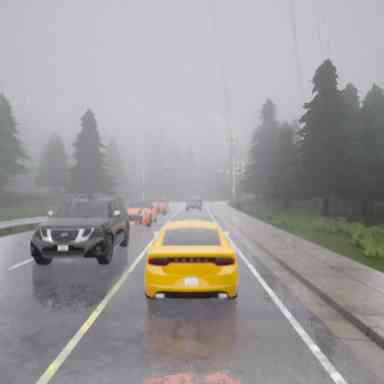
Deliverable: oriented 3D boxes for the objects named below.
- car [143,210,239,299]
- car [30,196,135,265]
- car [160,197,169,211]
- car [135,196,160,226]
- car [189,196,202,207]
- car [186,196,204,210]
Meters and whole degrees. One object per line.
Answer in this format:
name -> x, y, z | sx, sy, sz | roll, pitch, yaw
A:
car -> -0.011, 1.452, 8.449 | 1.882, 1.535, 5.008 | 0, 0, 0
car -> -3.628, 1.188, 11.925 | 2.150, 2.045, 5.566 | 0, 0, -2
car -> -3.450, 1.273, 32.470 | 2.097, 1.767, 4.553 | 0, 0, 1
car -> -3.589, 1.296, 22.219 | 2.097, 1.767, 4.553 | 0, 0, 0
car -> 0.607, 1.390, 49.403 | 1.837, 1.490, 4.892 | 0, 0, 2
car -> 0.224, 1.455, 39.010 | 2.033, 1.411, 5.357 | 0, 0, 2
